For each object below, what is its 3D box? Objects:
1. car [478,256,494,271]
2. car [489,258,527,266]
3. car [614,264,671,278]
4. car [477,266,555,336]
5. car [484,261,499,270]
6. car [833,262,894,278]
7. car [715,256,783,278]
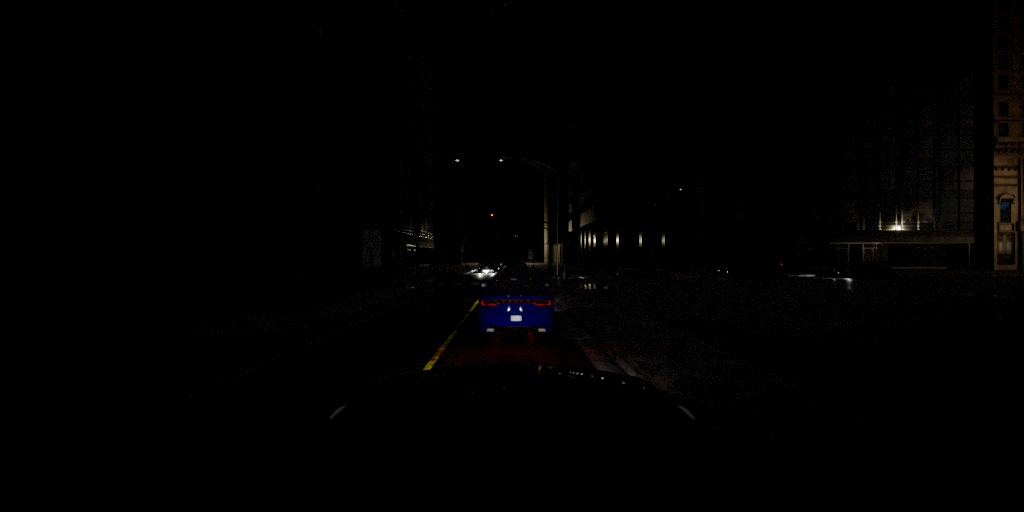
[{"bbox_3d":[-3.136,0.999,45.826,2.150,2.045,5.566,0,0,-2],"label":"car"},{"bbox_3d":[0.140,1.107,19.283,2.097,1.767,4.553,0,0,2],"label":"car"},{"bbox_3d":[12.024,1.371,33.308,4.718,1.301,1.895,0,0,3],"label":"car"},{"bbox_3d":[0.093,1.229,10.414,1.882,1.535,5.008,0,0,0],"label":"car"},{"bbox_3d":[-3.136,1.390,55.716,1.895,1.301,4.718,0,0,0],"label":"car"},{"bbox_3d":[32.639,1.275,33.322,4.674,1.442,1.812,0,0,0],"label":"car"},{"bbox_3d":[21.972,0.983,33.326,5.566,2.045,2.150,0,0,-1],"label":"car"}]
